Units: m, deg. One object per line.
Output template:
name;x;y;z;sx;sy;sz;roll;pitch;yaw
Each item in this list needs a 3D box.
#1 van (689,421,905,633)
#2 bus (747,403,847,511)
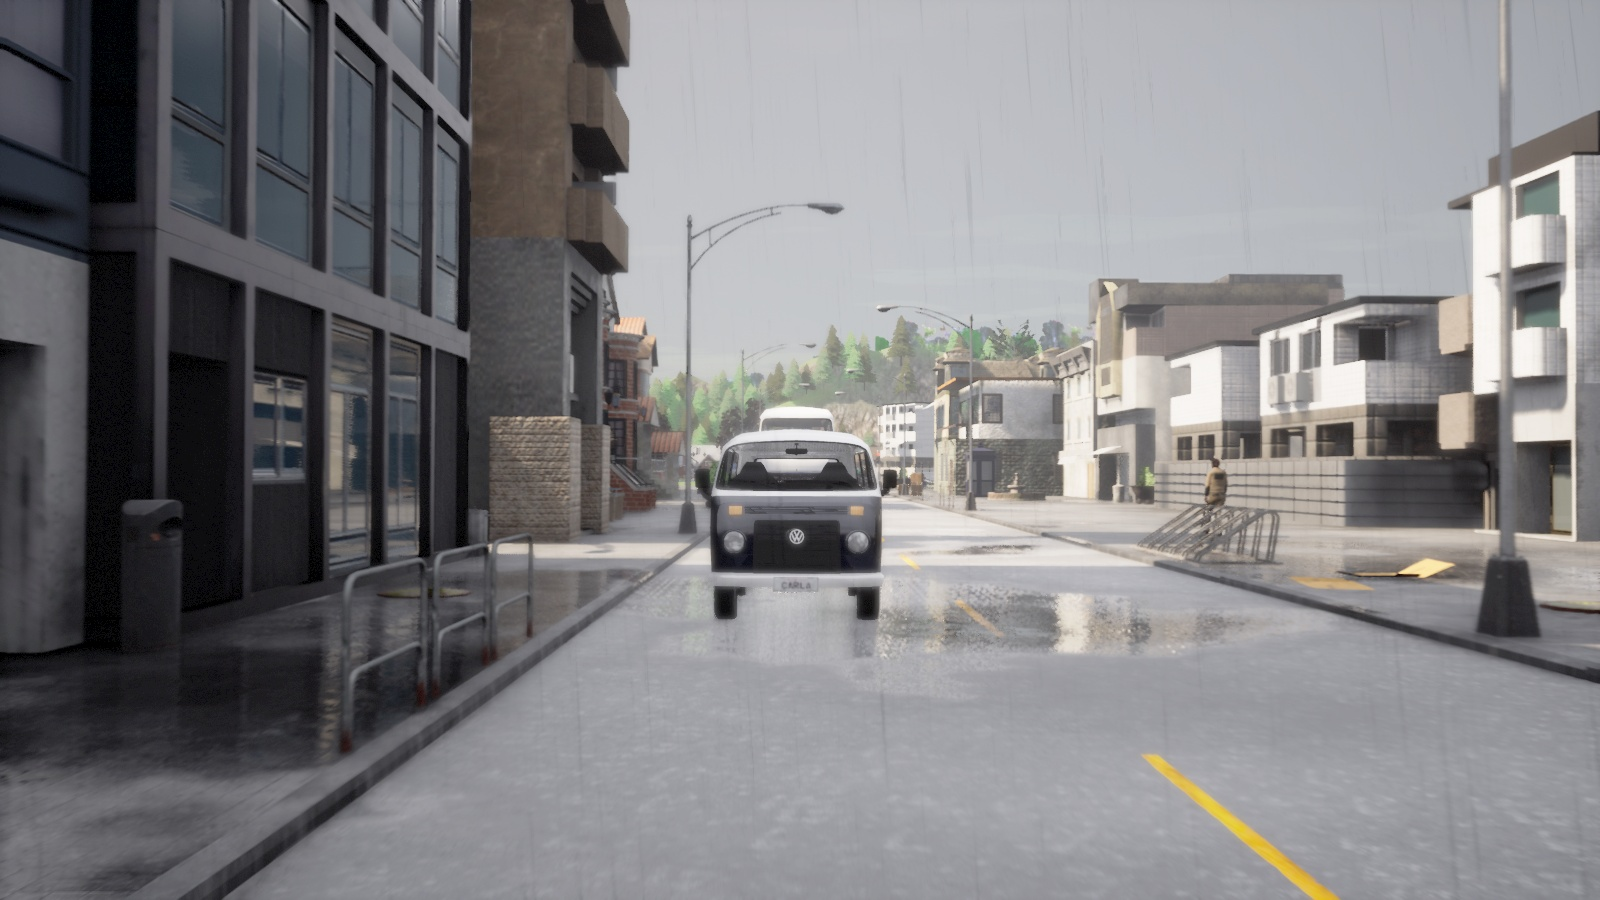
van;-0.037;0.779;14.359;2.069;2.038;4.480;0;-1;0
bus;-0.139;0.353;54.615;3.944;4.253;10.273;0;-1;0
